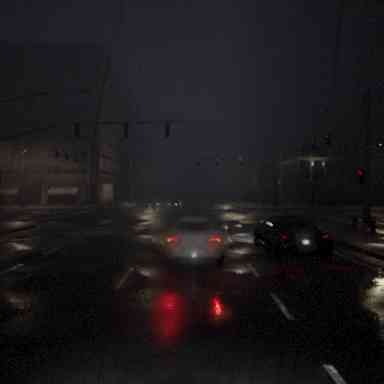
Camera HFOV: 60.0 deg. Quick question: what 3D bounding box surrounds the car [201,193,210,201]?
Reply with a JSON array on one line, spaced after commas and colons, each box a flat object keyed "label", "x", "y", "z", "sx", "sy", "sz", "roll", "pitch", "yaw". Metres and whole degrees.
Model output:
[{"label": "car", "x": 3.486, "y": 1.382, "z": 81.751, "sx": 1.994, "sy": 1.385, "sz": 4.181, "roll": 0, "pitch": 0, "yaw": 0}]

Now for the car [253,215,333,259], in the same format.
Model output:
[{"label": "car", "x": 3.576, "y": 1.539, "z": 12.438, "sx": 1.994, "sy": 1.385, "sz": 4.181, "roll": 0, "pitch": 0, "yaw": 0}]

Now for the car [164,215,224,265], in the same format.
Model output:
[{"label": "car", "x": 0.068, "y": 1.503, "z": 11.485, "sx": 1.812, "sy": 1.442, "sz": 4.674, "roll": 0, "pitch": 0, "yaw": 0}]

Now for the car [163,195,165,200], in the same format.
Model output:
[{"label": "car", "x": -7.013, "y": 1.382, "z": 78.522, "sx": 2.033, "sy": 1.411, "sz": 5.357, "roll": 0, "pitch": 0, "yaw": 0}]

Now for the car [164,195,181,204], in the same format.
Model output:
[{"label": "car", "x": -3.529, "y": 1.421, "z": 63.053, "sx": 2.033, "sy": 1.411, "sz": 5.357, "roll": 0, "pitch": 0, "yaw": 0}]

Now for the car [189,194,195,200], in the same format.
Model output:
[{"label": "car", "x": -0.015, "y": 1.312, "z": 90.521, "sx": 1.812, "sy": 1.442, "sz": 4.674, "roll": 0, "pitch": 0, "yaw": 0}]

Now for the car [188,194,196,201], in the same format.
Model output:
[{"label": "car", "x": -0.014, "y": 1.355, "z": 81.194, "sx": 2.128, "sy": 1.511, "sz": 4.902, "roll": 0, "pitch": 0, "yaw": 0}]

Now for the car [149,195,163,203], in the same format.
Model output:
[{"label": "car", "x": -7.032, "y": 1.399, "z": 63.042, "sx": 1.812, "sy": 1.442, "sz": 4.674, "roll": 0, "pitch": 0, "yaw": 0}]

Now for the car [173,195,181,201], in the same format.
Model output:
[{"label": "car", "x": -3.513, "y": 1.366, "z": 78.554, "sx": 1.812, "sy": 1.442, "sz": 4.674, "roll": 0, "pitch": 0, "yaw": 0}]

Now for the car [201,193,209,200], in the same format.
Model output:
[{"label": "car", "x": 3.485, "y": 1.135, "z": 90.276, "sx": 2.097, "sy": 1.767, "sz": 4.553, "roll": 0, "pitch": 0, "yaw": 0}]
